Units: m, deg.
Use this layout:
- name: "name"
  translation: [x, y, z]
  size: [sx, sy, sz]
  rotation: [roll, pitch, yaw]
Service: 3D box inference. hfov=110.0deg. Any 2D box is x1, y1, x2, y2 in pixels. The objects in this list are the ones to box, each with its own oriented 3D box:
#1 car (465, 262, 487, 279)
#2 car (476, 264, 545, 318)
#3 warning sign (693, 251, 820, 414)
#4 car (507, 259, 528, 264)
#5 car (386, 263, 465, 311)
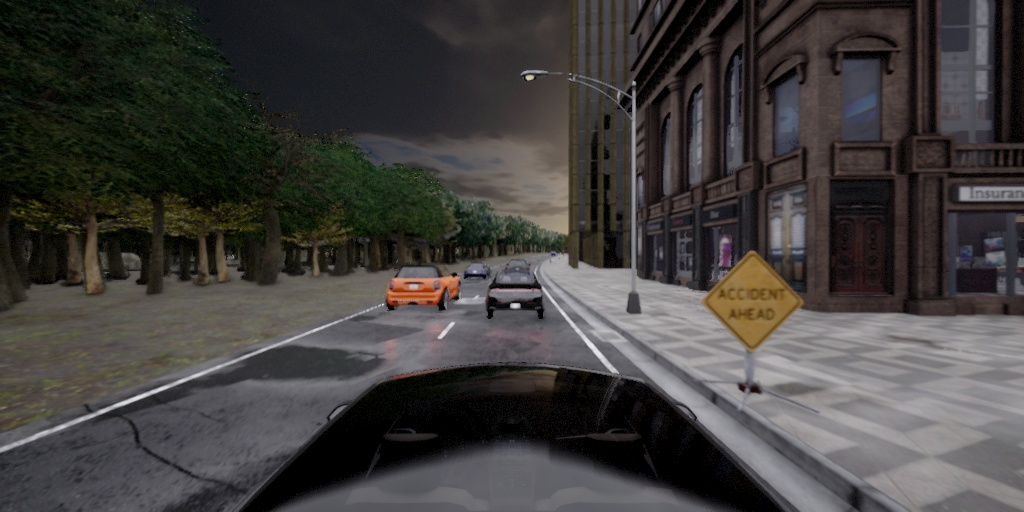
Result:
- name: "car"
  translation: [-2.922, 1.246, 31.186]
  size: [1.994, 1.385, 4.181]
  rotation: [0, 0, 2]
- name: "car"
  translation: [0.121, 1.220, 12.838]
  size: [2.128, 1.511, 4.902]
  rotation: [0, 0, 1]
- name: "warning sign"
  translation: [3.051, 0.861, 4.609]
  size: [1.300, 1.860, 1.060]
  rotation: [0, 0, 0]
- name: "car"
  translation: [0.550, 1.036, 30.455]
  size: [2.097, 1.767, 4.553]
  rotation: [0, 0, 2]
- name: "car"
  translation: [-3.362, 1.074, 14.462]
  size: [2.097, 1.767, 4.553]
  rotation: [0, 0, 1]
